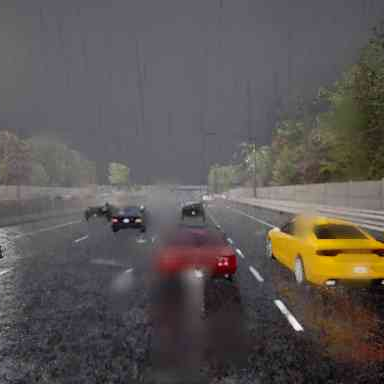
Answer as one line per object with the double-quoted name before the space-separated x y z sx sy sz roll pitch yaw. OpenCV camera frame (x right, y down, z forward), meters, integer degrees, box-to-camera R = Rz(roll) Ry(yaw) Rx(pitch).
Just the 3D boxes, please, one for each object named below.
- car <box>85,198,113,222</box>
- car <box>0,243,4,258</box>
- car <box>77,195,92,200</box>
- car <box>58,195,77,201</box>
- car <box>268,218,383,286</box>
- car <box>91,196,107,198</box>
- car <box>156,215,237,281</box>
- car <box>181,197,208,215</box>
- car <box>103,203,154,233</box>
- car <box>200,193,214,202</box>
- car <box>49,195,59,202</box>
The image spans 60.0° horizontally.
"car" -6.904 1.472 26.121 2.128 1.511 4.902 0 0 0
"car" -6.903 1.557 8.731 1.994 1.385 4.181 0 0 0
"car" -21.016 1.442 67.292 1.837 1.490 4.892 0 0 0
"car" -24.516 1.482 67.291 2.033 1.411 5.357 0 0 0
"car" 3.498 1.467 9.383 1.882 1.535 5.008 0 0 0
"car" -17.517 1.512 64.769 1.994 1.385 4.181 0 0 0
"car" 0.101 1.593 9.746 1.895 1.301 4.718 0 0 0
"car" 0.096 1.457 27.775 1.882 1.535 5.008 0 0 0
"car" -3.403 1.532 19.710 2.033 1.411 5.357 0 0 0
"car" 3.483 1.198 72.068 2.150 2.045 5.566 0 0 0
"car" -28.017 1.440 69.101 1.837 1.490 4.892 0 0 0
